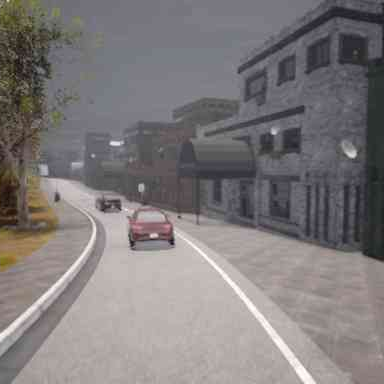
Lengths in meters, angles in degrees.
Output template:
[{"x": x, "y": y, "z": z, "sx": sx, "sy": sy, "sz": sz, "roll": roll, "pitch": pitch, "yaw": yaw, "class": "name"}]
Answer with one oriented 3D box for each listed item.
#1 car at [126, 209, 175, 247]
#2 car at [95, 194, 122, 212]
[{"x": -1.933, "y": 1.469, "z": 14.947, "sx": 1.812, "sy": 1.442, "sz": 4.674, "roll": -1, "pitch": 1, "yaw": -12, "class": "car"}, {"x": -8.040, "y": 0.965, "z": 31.803, "sx": 1.837, "sy": 1.490, "sz": 4.892, "roll": -2, "pitch": 3, "yaw": -25, "class": "car"}]
